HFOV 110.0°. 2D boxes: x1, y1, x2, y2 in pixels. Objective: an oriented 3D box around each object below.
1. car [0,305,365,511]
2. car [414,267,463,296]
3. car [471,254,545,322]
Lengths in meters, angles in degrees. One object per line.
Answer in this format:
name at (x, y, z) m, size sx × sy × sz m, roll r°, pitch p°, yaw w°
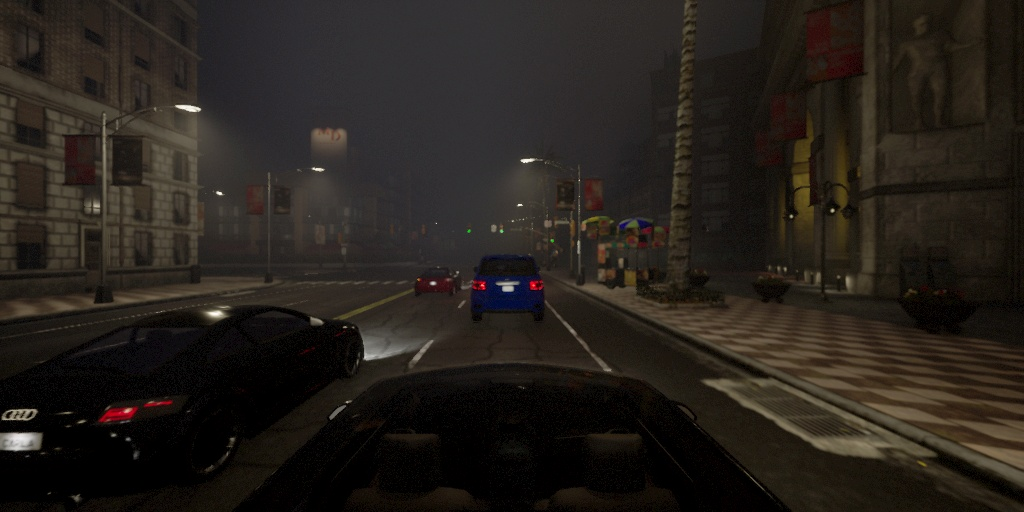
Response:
car at (-3.581, 1.311, 4.617) m, size 1.994 × 1.385 × 4.181 m, roll 0°, pitch 0°, yaw 0°
car at (-3.824, 1.280, 19.145) m, size 1.994 × 1.385 × 4.181 m, roll 0°, pitch 0°, yaw -1°
car at (-0.161, 0.951, 12.288) m, size 2.150 × 2.045 × 5.566 m, roll 0°, pitch 0°, yaw -1°
